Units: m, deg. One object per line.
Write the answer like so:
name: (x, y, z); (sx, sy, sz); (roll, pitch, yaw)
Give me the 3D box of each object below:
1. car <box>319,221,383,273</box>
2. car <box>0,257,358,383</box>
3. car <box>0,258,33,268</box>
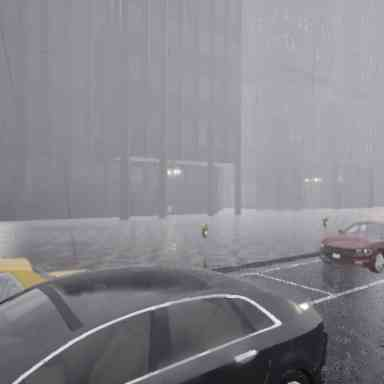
car: (6.025, 1.630, 10.955); (4.507, 1.381, 1.887); (1, 0, -36)
car: (-0.826, 1.511, 2.788); (4.892, 1.490, 1.837); (1, 0, -36)
car: (-3.353, 1.523, 4.256); (4.829, 1.417, 1.752); (1, 0, -36)
